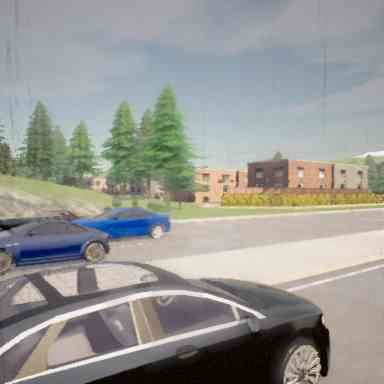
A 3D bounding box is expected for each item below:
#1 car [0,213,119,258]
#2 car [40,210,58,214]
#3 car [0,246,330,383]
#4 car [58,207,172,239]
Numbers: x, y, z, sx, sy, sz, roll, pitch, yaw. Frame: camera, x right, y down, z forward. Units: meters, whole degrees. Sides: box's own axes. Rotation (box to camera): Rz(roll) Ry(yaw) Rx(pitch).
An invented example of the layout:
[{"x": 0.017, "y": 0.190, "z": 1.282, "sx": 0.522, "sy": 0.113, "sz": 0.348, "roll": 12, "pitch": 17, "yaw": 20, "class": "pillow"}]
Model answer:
[{"x": -4.733, "y": 1.560, "z": 10.444, "sx": 4.181, "sy": 1.385, "sz": 1.994, "roll": 0, "pitch": 0, "yaw": -35, "class": "car"}, {"x": -7.404, "y": 1.596, "z": 17.133, "sx": 4.718, "sy": 1.301, "sz": 1.895, "roll": 0, "pitch": 0, "yaw": -35, "class": "car"}, {"x": -0.584, "y": 1.491, "z": 3.290, "sx": 4.902, "sy": 1.511, "sz": 2.128, "roll": 0, "pitch": 0, "yaw": -36, "class": "car"}, {"x": -3.350, "y": 1.475, "z": 15.719, "sx": 5.008, "sy": 1.535, "sz": 1.882, "roll": 0, "pitch": 0, "yaw": -35, "class": "car"}]
